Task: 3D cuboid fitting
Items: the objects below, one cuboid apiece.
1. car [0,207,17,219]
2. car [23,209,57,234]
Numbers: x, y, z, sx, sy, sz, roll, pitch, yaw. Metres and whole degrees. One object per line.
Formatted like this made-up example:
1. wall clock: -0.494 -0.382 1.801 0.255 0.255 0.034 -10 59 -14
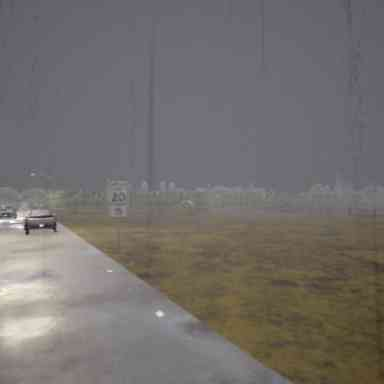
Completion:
1. car: -21.407 2.447 38.590 1.994 1.385 4.181 -1 -1 -27
2. car: -10.311 1.909 22.583 2.128 1.511 4.902 -1 -1 -27
